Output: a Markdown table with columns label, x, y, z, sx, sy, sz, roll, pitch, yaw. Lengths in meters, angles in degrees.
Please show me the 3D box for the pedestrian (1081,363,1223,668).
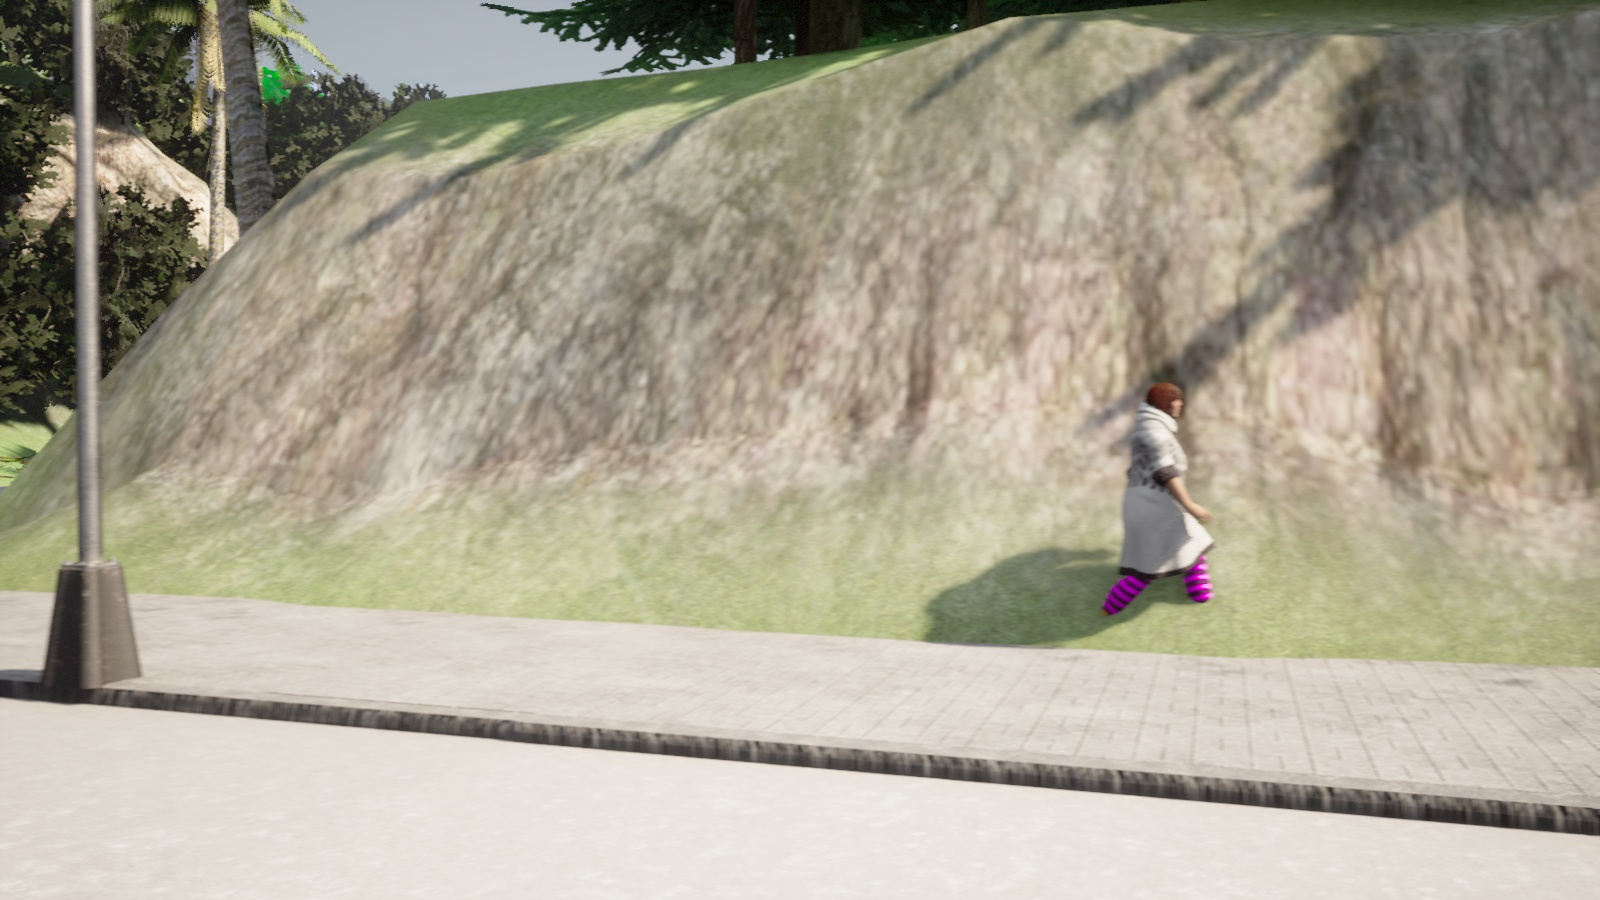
| label | x | y | z | sx | sy | sz | roll | pitch | yaw |
| --- | --- | --- | --- | --- | --- | --- | --- | --- | --- |
| pedestrian | 2.386 | 0.410 | 8.476 | 0.873 | 1.952 | 0.659 | 1 | 1 | 18 |
